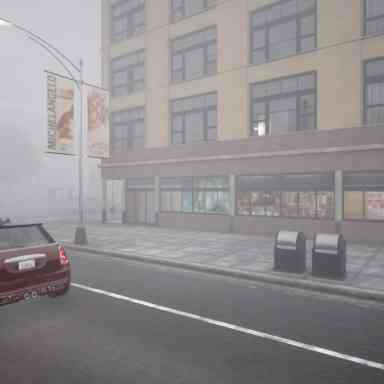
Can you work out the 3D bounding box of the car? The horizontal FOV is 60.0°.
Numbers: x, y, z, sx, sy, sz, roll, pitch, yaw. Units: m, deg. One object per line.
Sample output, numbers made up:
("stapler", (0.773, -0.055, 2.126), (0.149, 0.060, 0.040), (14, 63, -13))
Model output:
("car", (-4.756, 1.352, 7.367), (4.553, 1.767, 2.097), (0, 0, 36))
